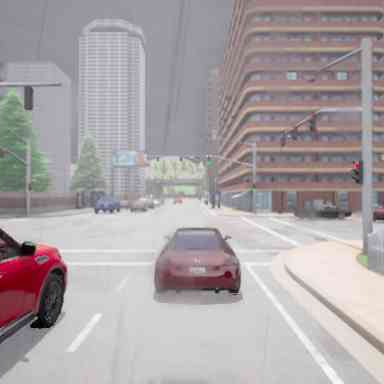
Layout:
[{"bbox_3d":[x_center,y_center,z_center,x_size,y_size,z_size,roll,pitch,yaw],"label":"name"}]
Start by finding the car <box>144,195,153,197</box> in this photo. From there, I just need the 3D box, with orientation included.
[{"bbox_3d":[-10.496,1.873,72.682,2.150,2.045,5.566,0,-1,0],"label":"car"}]

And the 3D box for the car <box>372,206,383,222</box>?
[{"bbox_3d":[16.579,1.663,26.967,5.008,1.535,1.882,0,-1,-20],"label":"car"}]

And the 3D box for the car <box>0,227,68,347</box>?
[{"bbox_3d":[-3.420,1.260,3.918,2.150,2.045,5.566,0,0,0],"label":"car"}]

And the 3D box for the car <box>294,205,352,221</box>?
[{"bbox_3d":[11.424,1.807,29.239,4.718,1.301,1.895,0,-1,-12],"label":"car"}]

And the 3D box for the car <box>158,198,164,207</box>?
[{"bbox_3d":[-7.030,2.095,63.938,1.812,1.442,4.674,0,-1,0],"label":"car"}]

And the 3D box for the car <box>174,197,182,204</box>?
[{"bbox_3d":[-3.495,2.102,83.796,2.097,1.767,4.553,0,-1,0],"label":"car"}]

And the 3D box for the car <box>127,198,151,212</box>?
[{"bbox_3d":[-7.079,1.925,44.818,1.812,1.442,4.674,0,-1,-1],"label":"car"}]

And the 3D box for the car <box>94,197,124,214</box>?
[{"bbox_3d":[-10.573,1.596,41.967,2.150,2.045,5.566,0,-1,2],"label":"car"}]

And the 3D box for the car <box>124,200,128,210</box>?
[{"bbox_3d":[-10.587,1.987,51.719,1.812,1.442,4.674,0,-1,0],"label":"car"}]

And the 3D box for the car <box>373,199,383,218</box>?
[{"bbox_3d":[19.867,1.583,32.084,4.553,1.767,2.097,0,-1,-27],"label":"car"}]

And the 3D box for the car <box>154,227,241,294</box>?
[{"bbox_3d":[0.148,1.645,9.044,1.994,1.385,4.181,0,-1,1],"label":"car"}]

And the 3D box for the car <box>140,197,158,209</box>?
[{"bbox_3d":[-7.085,2.004,53.675,1.812,1.442,4.674,0,-1,0],"label":"car"}]
